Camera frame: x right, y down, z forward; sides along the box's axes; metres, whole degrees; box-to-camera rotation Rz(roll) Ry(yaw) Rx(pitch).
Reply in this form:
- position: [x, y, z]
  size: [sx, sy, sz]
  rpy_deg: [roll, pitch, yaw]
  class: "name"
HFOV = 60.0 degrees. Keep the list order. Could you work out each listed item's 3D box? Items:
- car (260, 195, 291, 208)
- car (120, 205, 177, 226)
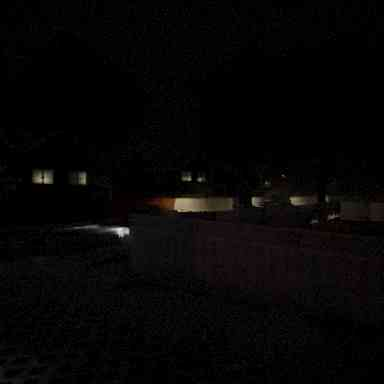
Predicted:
- position: [10.236, 1.338, 40.290]
  size: [2.150, 2.045, 5.566]
  rpy_deg: [1, 0, 36]
  class: "car"
- position: [-2.731, 1.538, 22.126]
  size: [1.994, 1.385, 4.181]
  rpy_deg: [1, 0, 35]
  class: "car"
